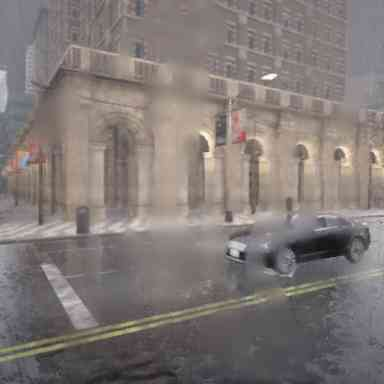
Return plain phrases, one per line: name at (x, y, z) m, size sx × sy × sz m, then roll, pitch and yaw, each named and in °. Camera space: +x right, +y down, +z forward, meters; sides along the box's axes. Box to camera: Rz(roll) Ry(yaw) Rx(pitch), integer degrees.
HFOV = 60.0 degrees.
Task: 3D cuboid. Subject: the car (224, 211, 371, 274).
car at (3.259, 1.340, 9.962) m, size 4.902 × 1.511 × 2.128 m, roll 0°, pitch 1°, yaw -29°
